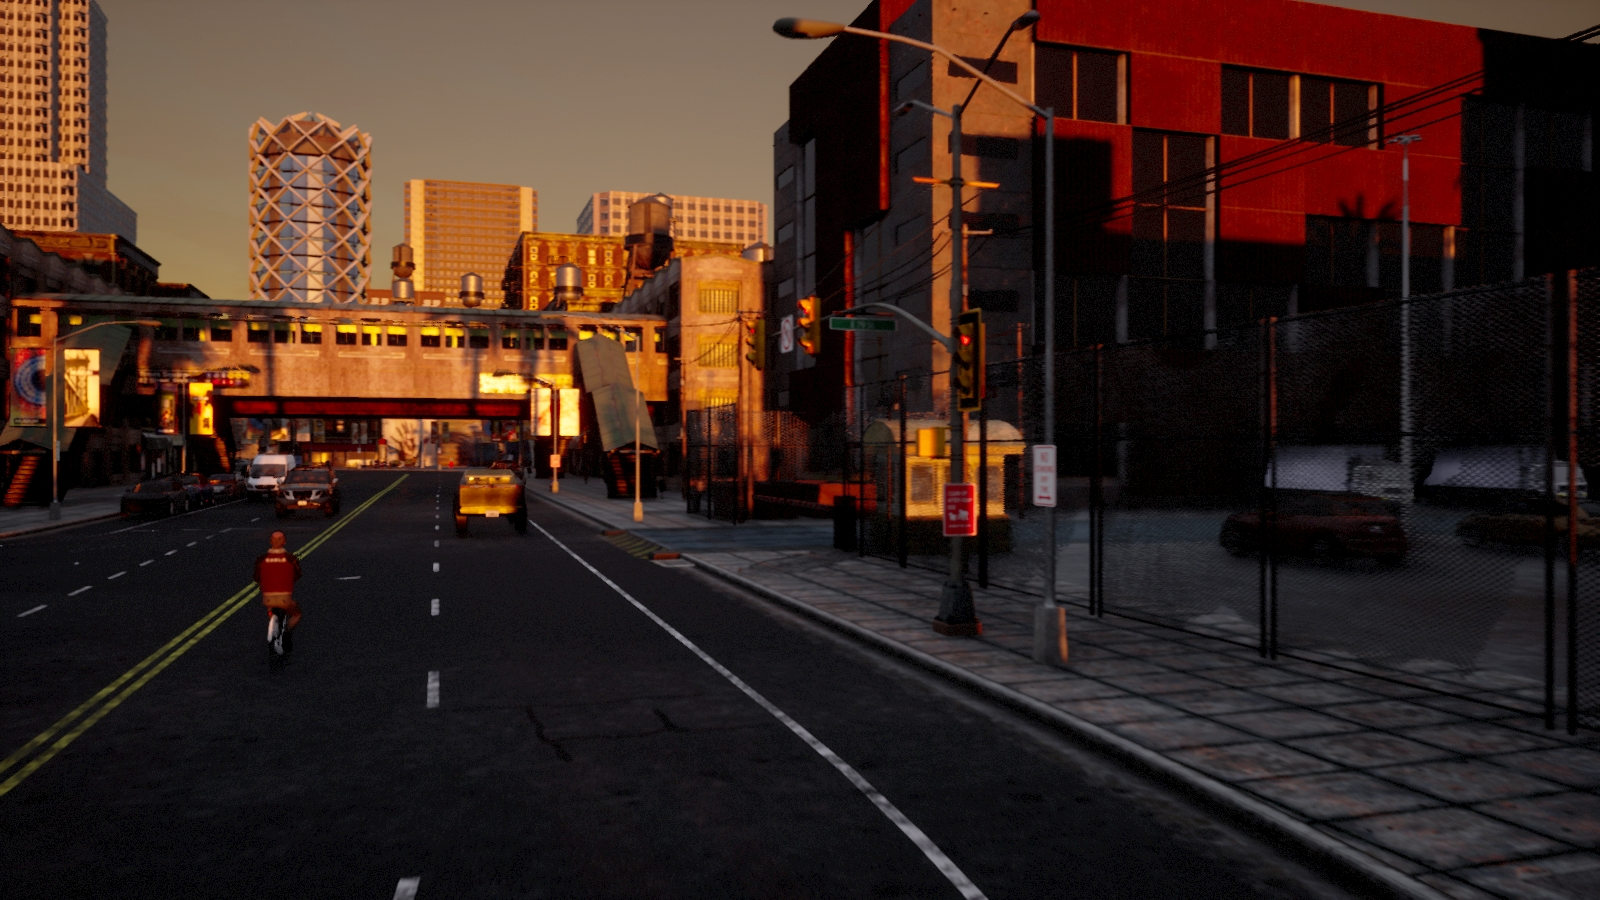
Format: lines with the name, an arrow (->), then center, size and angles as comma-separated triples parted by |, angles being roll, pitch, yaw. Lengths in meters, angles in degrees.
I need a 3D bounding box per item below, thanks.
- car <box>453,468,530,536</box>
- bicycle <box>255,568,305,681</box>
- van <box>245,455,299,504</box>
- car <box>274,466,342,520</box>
car -> -11.132, 1.758, 40.851 | 2.390, 2.098, 6.274 | 0, 0, -18
bicycle -> -6.709, 2.213, 14.788 | 0.329, 1.171, 1.835 | 0, 0, -17
van -> -29.275, 1.547, 63.463 | 1.988, 2.561, 5.915 | 0, 0, -17
car -> -21.120, 1.783, 49.244 | 2.150, 2.045, 5.566 | 0, 1, -17
